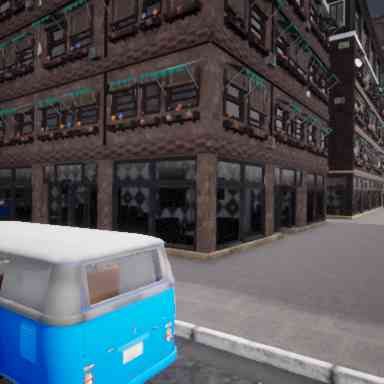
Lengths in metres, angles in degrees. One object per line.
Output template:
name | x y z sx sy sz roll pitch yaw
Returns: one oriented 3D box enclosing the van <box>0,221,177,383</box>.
van | -2.084 1.339 4.343 3.998 1.788 1.690 0 1 36
